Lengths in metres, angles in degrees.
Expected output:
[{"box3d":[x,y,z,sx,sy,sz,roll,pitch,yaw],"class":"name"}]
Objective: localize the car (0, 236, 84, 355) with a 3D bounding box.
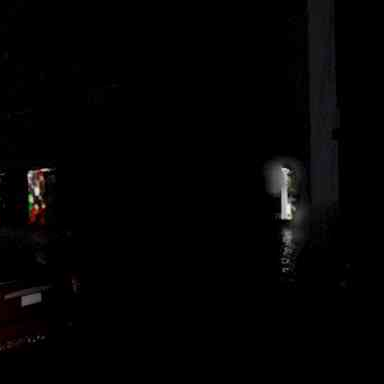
[{"box3d":[-3.700,1.444,5.534,4.097,1.590,1.967,0,-1,36],"class":"car"}]
